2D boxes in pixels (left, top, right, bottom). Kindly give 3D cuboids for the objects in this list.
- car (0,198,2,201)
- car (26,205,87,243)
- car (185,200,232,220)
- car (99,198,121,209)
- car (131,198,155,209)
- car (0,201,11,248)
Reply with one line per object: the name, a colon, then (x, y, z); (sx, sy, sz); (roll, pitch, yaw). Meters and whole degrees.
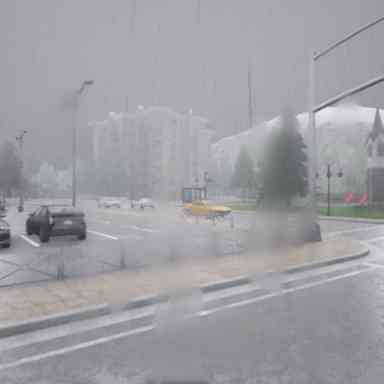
car: (-21.545, 1.376, 36.456); (1.845, 1.501, 3.633); (0, 0, -36)
car: (-6.312, 1.342, 15.344); (2.007, 1.523, 4.514); (0, 0, -36)
car: (1.348, 1.488, 28.731); (1.882, 1.535, 5.008); (0, 0, -36)
car: (-11.508, 1.536, 46.344); (1.812, 1.442, 4.674); (0, 0, -36)
car: (-6.768, 1.538, 45.835); (1.812, 1.442, 4.674); (0, 0, -36)
car: (-8.826, 1.331, 13.467); (2.152, 1.636, 5.027); (0, 0, -36)
